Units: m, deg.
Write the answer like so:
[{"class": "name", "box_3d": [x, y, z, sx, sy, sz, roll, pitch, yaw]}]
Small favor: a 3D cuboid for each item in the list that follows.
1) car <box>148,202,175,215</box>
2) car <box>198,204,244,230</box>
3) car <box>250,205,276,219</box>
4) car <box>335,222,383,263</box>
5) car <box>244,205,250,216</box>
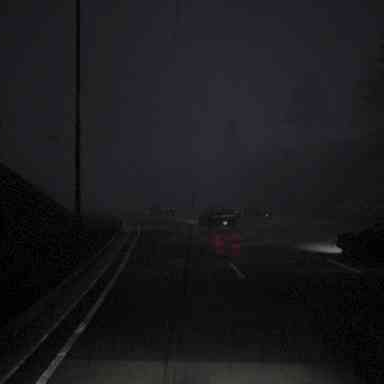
[{"class": "car", "box_3d": [-3.763, 1.957, 40.277, 2.033, 1.411, 5.357, 0, -1, -26]}, {"class": "car", "box_3d": [1.636, 1.718, 22.824, 2.128, 1.511, 4.902, 0, -1, -9]}, {"class": "car", "box_3d": [6.372, 1.925, 33.264, 1.895, 1.301, 4.718, 0, -1, -17]}, {"class": "car", "box_3d": [6.613, 1.642, 10.380, 2.033, 1.411, 5.357, 0, -1, -5]}, {"class": "car", "box_3d": [3.198, 1.862, 31.861, 2.033, 1.411, 5.357, 0, -1, -17]}]
